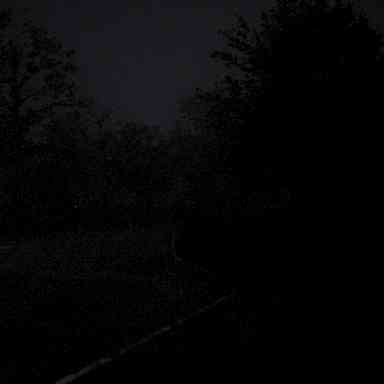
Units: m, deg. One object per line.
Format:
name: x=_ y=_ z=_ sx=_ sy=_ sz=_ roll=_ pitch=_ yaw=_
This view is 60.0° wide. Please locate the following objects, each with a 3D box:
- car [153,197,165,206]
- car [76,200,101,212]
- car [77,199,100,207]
car: x=-6.608 y=1.718 z=62.516 sx=1.882 sy=1.535 sz=5.008 roll=-1 pitch=0 yaw=-23
car: x=-14.636 y=1.874 z=44.772 sx=2.097 sy=1.767 sz=4.553 roll=-4 pitch=-1 yaw=36
car: x=-23.674 y=2.553 z=76.183 sx=5.008 sy=1.535 sz=1.882 roll=-2 pitch=-2 yaw=27
